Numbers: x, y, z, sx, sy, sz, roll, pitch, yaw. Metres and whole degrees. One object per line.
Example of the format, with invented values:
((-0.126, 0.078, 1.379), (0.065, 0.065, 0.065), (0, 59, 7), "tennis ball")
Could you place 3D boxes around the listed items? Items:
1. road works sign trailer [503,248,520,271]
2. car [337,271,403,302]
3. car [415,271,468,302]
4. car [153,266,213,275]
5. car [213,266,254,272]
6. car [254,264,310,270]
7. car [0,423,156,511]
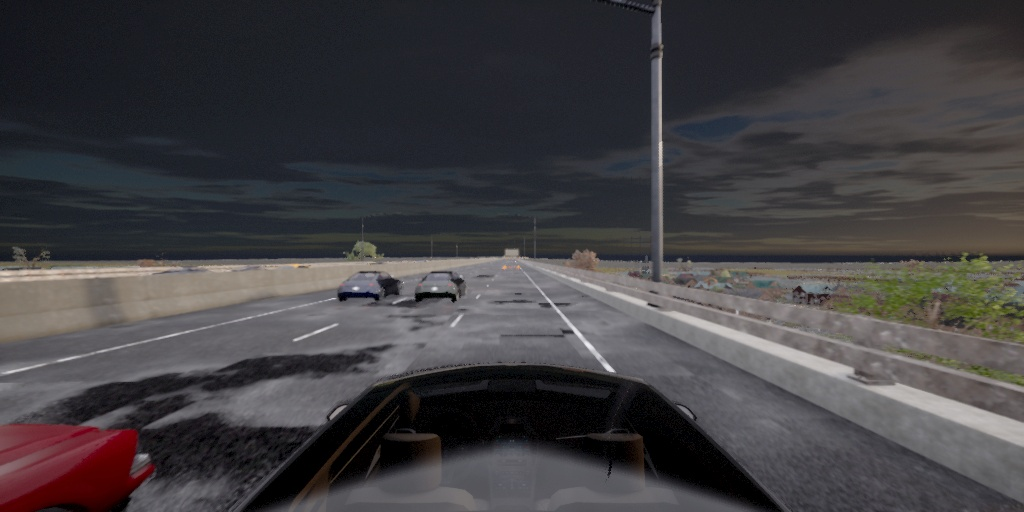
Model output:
((-0.019, 0.542, 56.475), (2.380, 3.560, 2.880), (0, 0, 0), "road works sign trailer")
((-6.906, 1.416, 17.863), (1.994, 1.385, 4.181), (0, 0, 0), "car")
((-3.405, 1.416, 17.794), (1.994, 1.385, 4.181), (0, 0, 0), "car")
((-24.594, 1.470, 26.975), (1.994, 1.385, 4.181), (0, 0, 0), "car")
((-21.092, 1.482, 28.798), (1.994, 1.385, 4.181), (0, 0, 0), "car")
((-17.595, 1.394, 28.528), (1.882, 1.535, 5.008), (0, 0, 0), "car")
((-3.400, 1.341, 0.290), (1.895, 1.301, 4.718), (0, 0, 0), "car")
